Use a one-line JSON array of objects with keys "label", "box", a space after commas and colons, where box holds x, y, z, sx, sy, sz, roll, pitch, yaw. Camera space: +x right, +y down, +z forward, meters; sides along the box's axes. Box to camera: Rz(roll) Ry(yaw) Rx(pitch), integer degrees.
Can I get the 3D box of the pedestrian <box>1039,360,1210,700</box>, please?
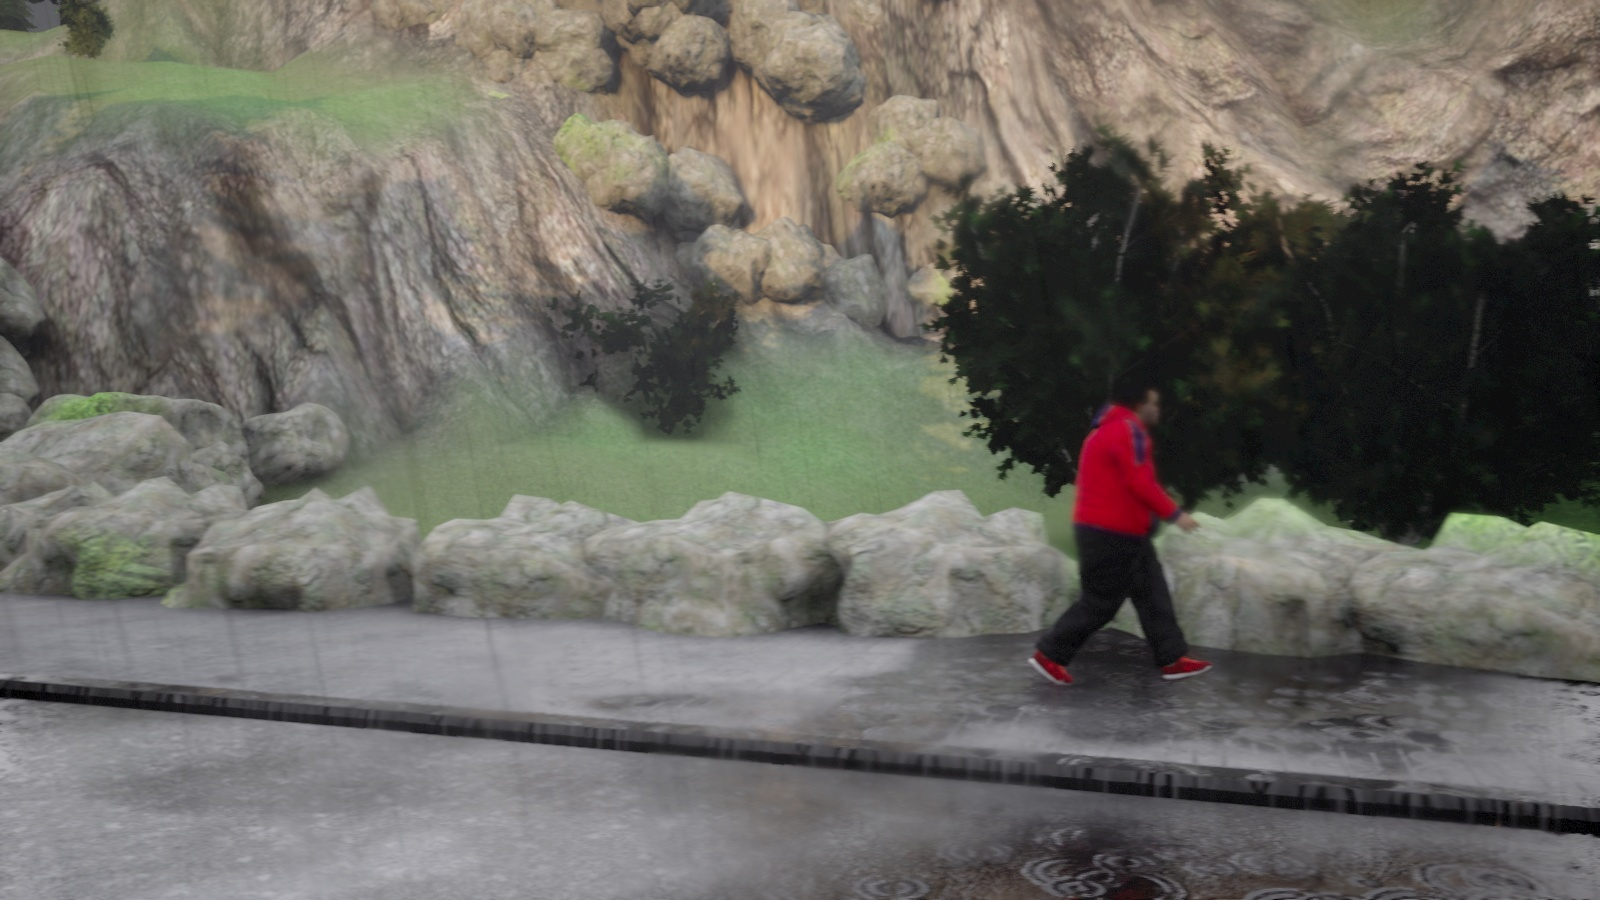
[{"label": "pedestrian", "box": [1.838, 0.428, 7.211, 0.899, 1.844, 0.634, 0, 1, 12]}]
